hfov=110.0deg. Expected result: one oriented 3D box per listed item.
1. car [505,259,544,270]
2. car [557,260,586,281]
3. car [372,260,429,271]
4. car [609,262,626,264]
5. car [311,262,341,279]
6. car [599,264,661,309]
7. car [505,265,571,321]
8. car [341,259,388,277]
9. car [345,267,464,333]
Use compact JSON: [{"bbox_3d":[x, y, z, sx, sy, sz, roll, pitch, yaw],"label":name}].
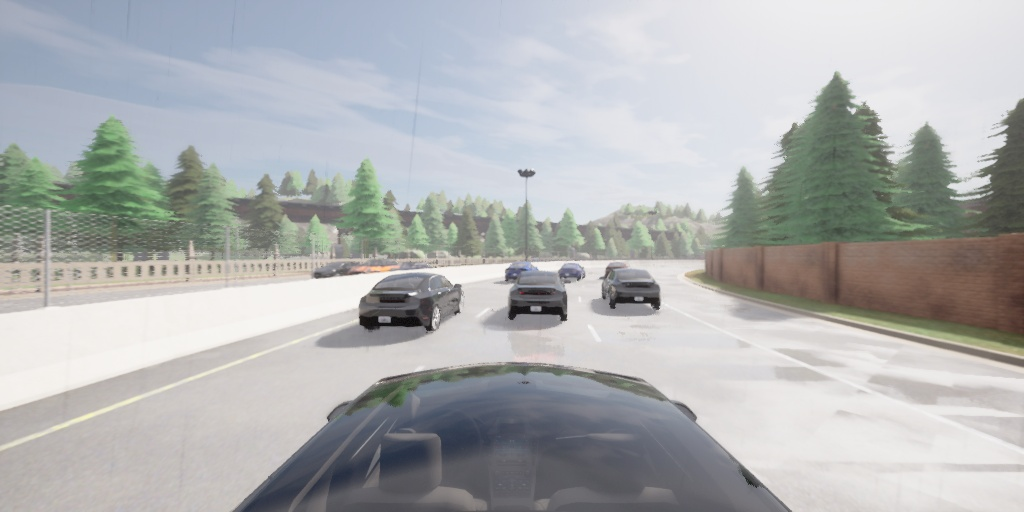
[{"bbox_3d":[0.892,1.221,28.647,1.882,1.535,5.008,0,0,16],"label":"car"},{"bbox_3d":[5.049,1.287,30.167,1.812,1.442,4.674,0,0,19],"label":"car"},{"bbox_3d":[-7.377,1.201,25.684,2.128,1.511,4.902,0,0,15],"label":"car"},{"bbox_3d":[9.618,1.257,32.543,1.882,1.535,5.008,0,0,21],"label":"car"},{"bbox_3d":[-13.776,1.186,28.814,1.837,1.490,4.892,0,0,15],"label":"car"},{"bbox_3d":[4.866,1.271,15.074,1.837,1.490,4.892,0,0,9],"label":"car"},{"bbox_3d":[0.995,1.255,12.650,1.837,1.490,4.892,0,0,7],"label":"car"},{"bbox_3d":[-10.470,1.048,27.586,2.097,1.767,4.553,0,0,15],"label":"car"},{"bbox_3d":[-2.752,1.240,10.787,1.837,1.490,4.892,0,0,5],"label":"car"}]
